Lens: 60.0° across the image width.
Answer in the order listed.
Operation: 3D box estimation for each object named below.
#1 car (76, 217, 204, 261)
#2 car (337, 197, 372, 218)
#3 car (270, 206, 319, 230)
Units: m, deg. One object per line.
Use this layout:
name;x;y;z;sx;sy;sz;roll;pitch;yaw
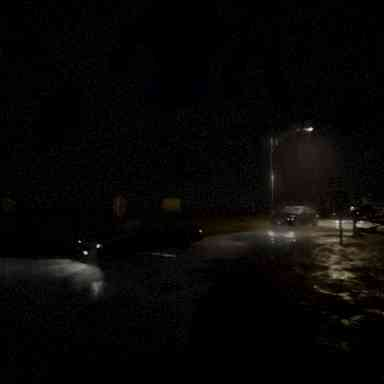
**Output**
car;-1.863;1.762;13.601;5.357;1.411;2.033;0;-2;-44
car;16.477;1.560;33.593;2.150;2.045;5.566;-2;-1;41
car;7.278;1.758;23.416;2.128;1.511;4.902;-2;-2;42
